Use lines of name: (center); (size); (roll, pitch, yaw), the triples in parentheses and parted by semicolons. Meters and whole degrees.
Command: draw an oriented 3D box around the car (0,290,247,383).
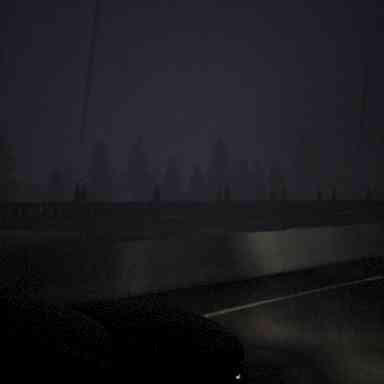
car: (-1.785, 1.473, 2.315); (5.008, 1.535, 1.882); (0, 0, -35)
